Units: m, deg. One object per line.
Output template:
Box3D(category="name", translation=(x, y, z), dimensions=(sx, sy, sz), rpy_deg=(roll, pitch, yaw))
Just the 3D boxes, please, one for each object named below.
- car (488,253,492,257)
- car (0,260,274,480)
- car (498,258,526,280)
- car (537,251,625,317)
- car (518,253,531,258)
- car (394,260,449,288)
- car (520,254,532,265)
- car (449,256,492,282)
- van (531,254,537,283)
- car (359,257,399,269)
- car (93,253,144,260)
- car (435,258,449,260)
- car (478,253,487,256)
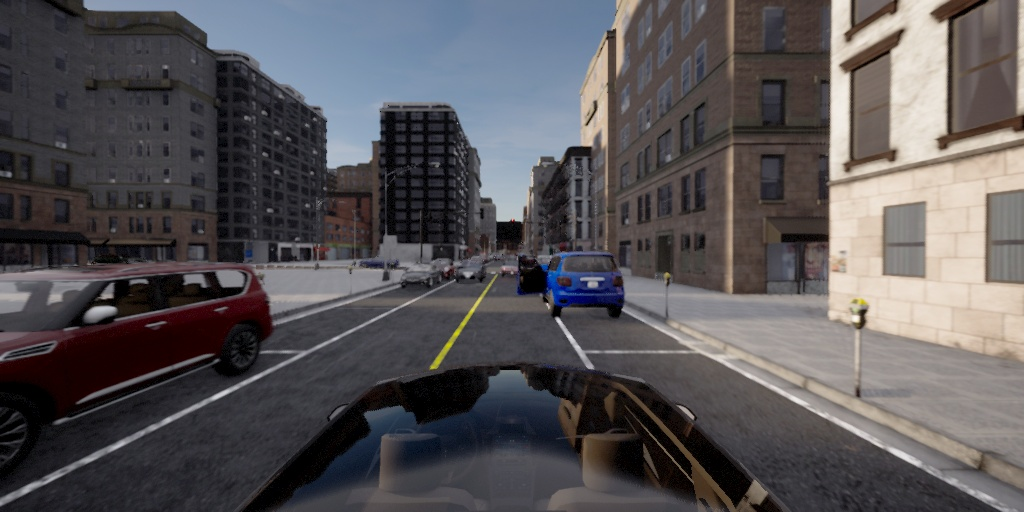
Box3D(category="car", translation=(-5.374, 0.420, 65.028), dimensions=(2.192, 1.841, 5.009), rpy_deg=(0, 0, 0))
Box3D(category="car", translation=(-5.386, 1.036, 4.612), dimensions=(2.192, 1.841, 5.009), rpy_deg=(0, 0, 0))
Box3D(category="car", translation=(0.007, 1.054, 31.112), dimensions=(1.895, 1.301, 4.718), rpy_deg=(0, 1, 0))
Box3D(category="car", translation=(2.272, 0.862, 12.748), dimensions=(2.150, 2.045, 5.566), rpy_deg=(0, 1, 0))
Box3D(category="car", translation=(2.650, 0.476, 59.617), dimensions=(2.192, 1.841, 5.009), rpy_deg=(0, 0, 0))
Box3D(category="car", translation=(-5.383, 1.101, 21.651), dimensions=(2.007, 1.370, 4.403), rpy_deg=(0, 0, 0))
Box3D(category="car", translation=(2.649, 0.762, 54.208), dimensions=(1.888, 1.381, 4.507), rpy_deg=(0, 0, 0))
Box3D(category="car", translation=(-2.809, 1.005, 25.379), dimensions=(2.128, 1.511, 4.902), rpy_deg=(0, 0, 0))
Box3D(category="van", translation=(2.644, 0.833, 27.329), dimensions=(1.690, 1.789, 3.998), rpy_deg=(0, 0, 0))
Box3D(category="car", translation=(-15.732, 0.783, 42.589), dimensions=(4.674, 1.442, 1.812), rpy_deg=(1, 1, -1))
Box3D(category="car", translation=(-43.193, 0.486, 39.577), dimensions=(4.553, 1.767, 2.097), rpy_deg=(0, 1, 0))
Box3D(category="car", translation=(-5.381, 0.932, 27.331), dimensions=(1.967, 1.591, 4.097), rpy_deg=(0, 0, 0))
Box3D(category="car", translation=(-5.376, 0.656, 54.209), dimensions=(1.967, 1.591, 4.097), rpy_deg=(0, 0, 0))
